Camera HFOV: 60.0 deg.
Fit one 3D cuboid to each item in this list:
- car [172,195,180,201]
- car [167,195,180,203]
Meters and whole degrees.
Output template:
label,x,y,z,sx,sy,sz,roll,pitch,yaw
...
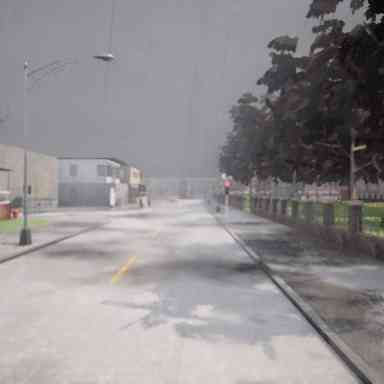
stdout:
label,x,y,z,sx,sy,sz,roll,pitch,yaw
car,-3.996,1.544,83.323,1.812,1.442,4.674,0,0,0
car,-3.971,1.429,67.826,2.097,1.767,4.553,1,-1,0
